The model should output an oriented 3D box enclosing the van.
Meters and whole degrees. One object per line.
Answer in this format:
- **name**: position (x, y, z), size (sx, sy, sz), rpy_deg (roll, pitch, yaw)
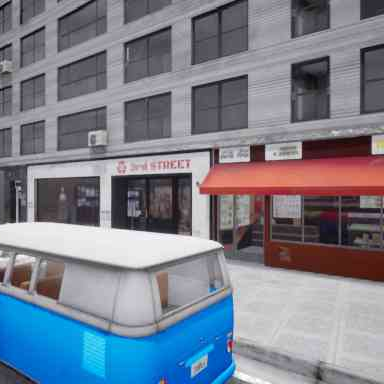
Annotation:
- **van**: position (-1.434, 1.341, 4.110), size (3.998, 1.788, 1.690), rpy_deg (0, 0, 36)
